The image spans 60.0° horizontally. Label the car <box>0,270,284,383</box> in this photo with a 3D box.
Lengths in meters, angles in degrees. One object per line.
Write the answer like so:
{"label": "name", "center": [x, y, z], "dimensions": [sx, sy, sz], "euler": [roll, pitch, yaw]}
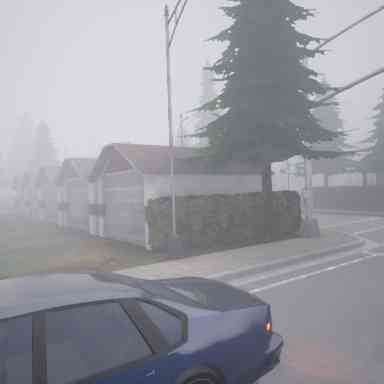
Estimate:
{"label": "car", "center": [-1.576, 1.536, 2.846], "dimensions": [5.357, 1.411, 2.033], "euler": [-2, 1, -34]}
